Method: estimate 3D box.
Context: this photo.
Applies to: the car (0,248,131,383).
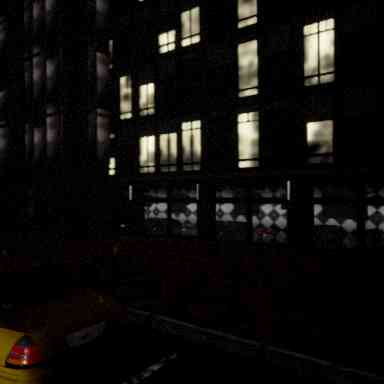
[{"bbox_3d":[-3.050,1.520,4.923,4.829,1.417,1.752,0,0,34],"label":"car"}]
